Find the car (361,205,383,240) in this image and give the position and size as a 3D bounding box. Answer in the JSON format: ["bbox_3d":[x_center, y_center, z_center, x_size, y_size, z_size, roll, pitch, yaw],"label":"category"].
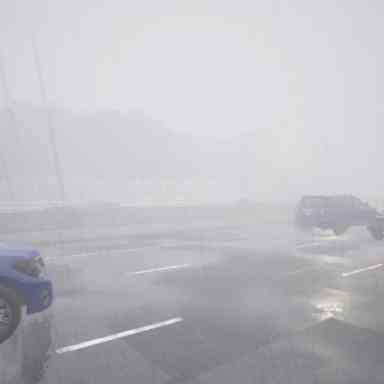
[{"bbox_3d":[10.004,1.415,15.146,4.892,1.490,1.837,-1,0,-35],"label":"car"}]

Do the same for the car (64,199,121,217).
[{"bbox_3d":[-9.419,1.469,31.645,4.892,1.490,1.837,0,0,-35],"label":"car"}]

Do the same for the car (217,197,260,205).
[{"bbox_3d":[4.582,1.308,32.989,5.008,1.535,1.882,-1,0,-35],"label":"car"}]

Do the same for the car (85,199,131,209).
[{"bbox_3d":[-7.783,1.513,28.517,5.357,1.411,2.033,0,0,-35],"label":"car"}]

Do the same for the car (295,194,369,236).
[{"bbox_3d":[7.927,1.131,17.965,5.566,2.045,2.150,-1,0,-35],"label":"car"}]

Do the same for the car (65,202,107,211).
[{"bbox_3d":[-8.121,1.539,19.692,5.357,1.411,2.033,0,0,-35],"label":"car"}]

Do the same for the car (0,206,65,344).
[{"bbox_3d":[-4.933,1.219,4.525,5.566,2.045,2.150,0,0,-36],"label":"car"}]
